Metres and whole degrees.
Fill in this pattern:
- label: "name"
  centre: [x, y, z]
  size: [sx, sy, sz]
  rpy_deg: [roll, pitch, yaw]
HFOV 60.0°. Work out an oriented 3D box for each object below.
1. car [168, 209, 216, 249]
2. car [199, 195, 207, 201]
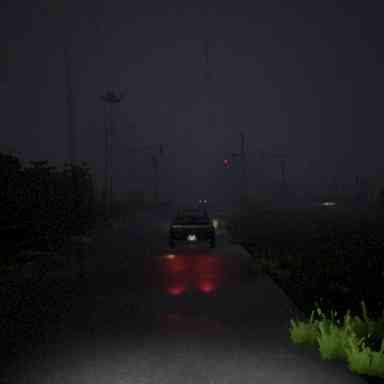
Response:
- label: "car"
  centre: [0.000, 1.494, 14.650]
  size: [2.128, 1.511, 4.902]
  rpy_deg: [0, 0, 0]
- label: "car"
  centre: [2.867, 1.498, 85.757]
  size: [2.033, 1.411, 5.357]
  rpy_deg: [0, 0, 3]
